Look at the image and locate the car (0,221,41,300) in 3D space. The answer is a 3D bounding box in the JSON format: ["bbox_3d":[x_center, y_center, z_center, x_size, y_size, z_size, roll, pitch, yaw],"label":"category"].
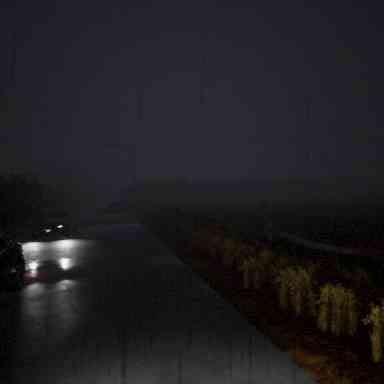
[{"bbox_3d":[-4.682,1.647,6.502,2.128,1.511,4.902,-2,0,-14],"label":"car"}]

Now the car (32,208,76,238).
[{"bbox_3d":[-7.830,1.741,19.106,1.837,1.490,4.892,-2,0,-14],"label":"car"}]

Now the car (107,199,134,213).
[{"bbox_3d":[-8.082,1.550,38.277,1.882,1.535,5.008,-1,1,9],"label":"car"}]
